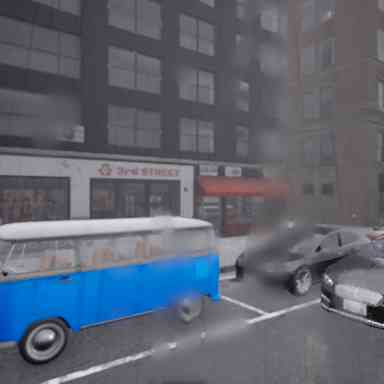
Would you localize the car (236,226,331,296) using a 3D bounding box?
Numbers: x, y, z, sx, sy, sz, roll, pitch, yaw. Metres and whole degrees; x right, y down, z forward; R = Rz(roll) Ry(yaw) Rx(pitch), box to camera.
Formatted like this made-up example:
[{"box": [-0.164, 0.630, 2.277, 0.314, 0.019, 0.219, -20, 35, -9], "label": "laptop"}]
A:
[{"box": [3.103, 1.602, 8.712, 4.313, 1.339, 1.947, 0, 0, -35], "label": "car"}]

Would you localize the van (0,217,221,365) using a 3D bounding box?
[{"box": [-1.391, 1.350, 5.541, 3.998, 1.788, 1.690, 0, 0, -35], "label": "van"}]

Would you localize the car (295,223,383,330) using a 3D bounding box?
[{"box": [4.525, 1.528, 6.570, 4.902, 1.511, 2.128, 0, 0, -35], "label": "car"}]
